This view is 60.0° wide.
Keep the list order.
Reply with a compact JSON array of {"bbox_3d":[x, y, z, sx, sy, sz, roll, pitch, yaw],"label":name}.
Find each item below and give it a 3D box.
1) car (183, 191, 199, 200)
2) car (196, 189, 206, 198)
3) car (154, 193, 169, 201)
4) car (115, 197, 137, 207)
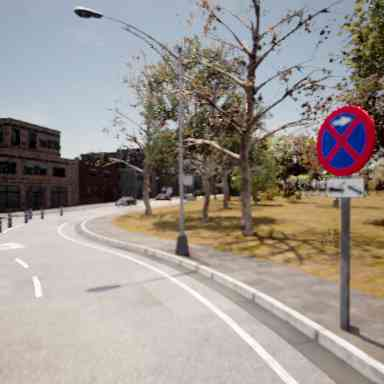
[{"bbox_3d":[-0.502,1.099,76.576,1.895,1.301,4.718,-1,1,17],"label":"car"},{"bbox_3d":[2.334,0.368,86.161,2.150,2.045,5.566,-1,1,17],"label":"car"},{"bbox_3d":[-6.130,1.100,69.017,2.097,1.767,4.553,-1,1,16],"label":"car"},{"bbox_3d":[-10.672,1.565,53.827,2.128,1.511,4.902,-1,1,17],"label":"car"}]
